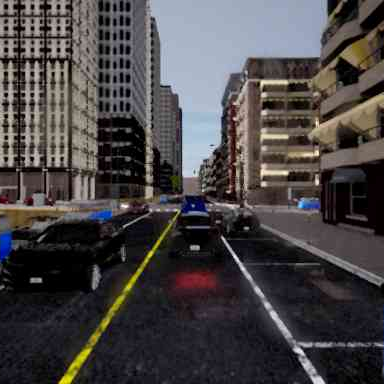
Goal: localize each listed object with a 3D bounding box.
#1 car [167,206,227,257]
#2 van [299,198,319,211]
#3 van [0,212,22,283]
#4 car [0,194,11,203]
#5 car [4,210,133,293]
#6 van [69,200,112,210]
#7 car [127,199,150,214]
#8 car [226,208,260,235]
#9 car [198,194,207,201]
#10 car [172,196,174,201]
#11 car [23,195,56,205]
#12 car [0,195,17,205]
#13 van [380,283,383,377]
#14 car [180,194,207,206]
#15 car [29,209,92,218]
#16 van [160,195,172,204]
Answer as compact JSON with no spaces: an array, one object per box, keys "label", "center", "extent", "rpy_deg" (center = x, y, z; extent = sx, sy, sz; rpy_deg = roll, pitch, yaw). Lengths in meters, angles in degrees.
[{"label":"car","center":[0.098,1.515,12.932],"extent":[1.837,1.490,4.892],"rpy_deg":[0,0,0]},{"label":"van","center":[16.932,1.748,46.322],"extent":[3.998,1.788,1.690],"rpy_deg":[1,-1,0]},{"label":"van","center":[-5.691,1.347,7.348],"extent":[1.690,1.788,3.998],"rpy_deg":[0,0,0]},{"label":"car","center":[-32.360,1.037,54.727],"extent":[4.206,1.307,1.802],"rpy_deg":[1,-1,0]},{"label":"car","center":[-3.099,1.485,9.118],"extent":[1.882,1.535,5.008],"rpy_deg":[0,0,0]},{"label":"van","center":[-5.690,1.357,18.645],"extent":[1.690,1.788,3.998],"rpy_deg":[0,0,0]},{"label":"car","center":[-5.689,1.473,35.591],"extent":[1.967,1.590,4.097],"rpy_deg":[0,0,0]},{"label":"car","center":[2.690,1.566,18.644],"extent":[2.008,1.369,4.403],"rpy_deg":[0,0,0]},{"label":"car","center":[2.694,1.417,84.719],"extent":[2.192,1.841,5.009],"rpy_deg":[0,0,0]},{"label":"car","center":[-5.685,1.637,90.099],"extent":[1.752,1.417,4.829],"rpy_deg":[0,0,0]},{"label":"car","center":[-21.129,1.114,46.375],"extent":[4.097,1.590,1.967],"rpy_deg":[1,-1,0]},{"label":"car","center":[-26.706,1.149,46.360],"extent":[4.206,1.307,1.802],"rpy_deg":[1,-1,0]},{"label":"van","center":[2.689,1.342,1.699],"extent":[1.690,1.788,3.998],"rpy_deg":[0,0,0]},{"label":"car","center":[0.101,1.248,30.173],"extent":[2.150,2.045,5.566],"rpy_deg":[0,0,0]},{"label":"car","center":[-5.691,1.561,12.996],"extent":[2.008,1.369,4.403],"rpy_deg":[0,0,0]},{"label":"van","center":[-5.687,1.416,68.065],"extent":[1.690,1.788,3.998],"rpy_deg":[0,0,0]}]
